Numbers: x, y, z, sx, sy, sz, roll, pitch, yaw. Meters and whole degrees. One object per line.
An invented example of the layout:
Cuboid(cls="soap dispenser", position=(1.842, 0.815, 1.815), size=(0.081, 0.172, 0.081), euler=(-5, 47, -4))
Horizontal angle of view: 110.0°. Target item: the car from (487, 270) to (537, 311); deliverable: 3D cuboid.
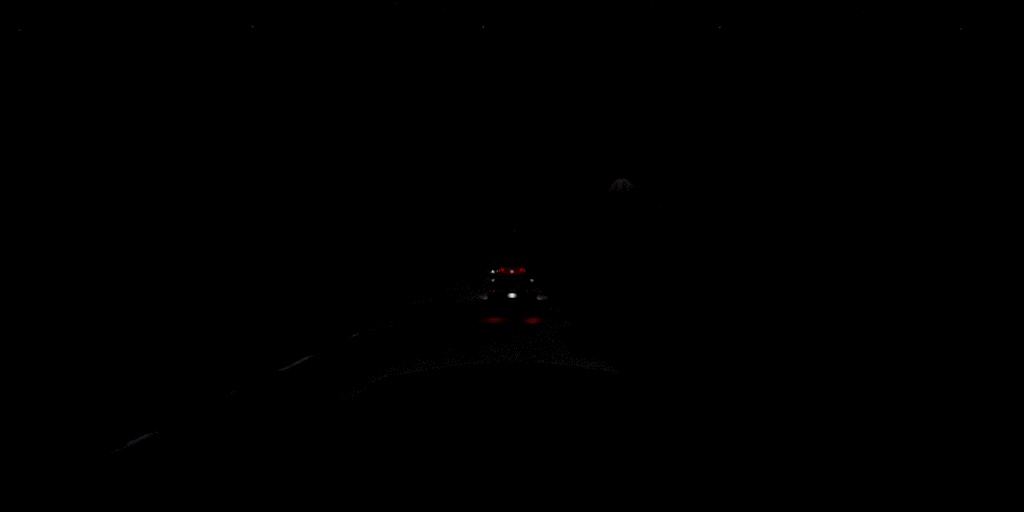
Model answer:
Cuboid(cls="car", position=(0.021, 1.455, 15.343), size=(1.994, 1.385, 4.181), euler=(0, 0, 0))

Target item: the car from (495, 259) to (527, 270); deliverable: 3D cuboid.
Cuboid(cls="car", position=(0.011, 1.260, 29.425), size=(2.150, 2.045, 5.566), euler=(0, 0, 0))
